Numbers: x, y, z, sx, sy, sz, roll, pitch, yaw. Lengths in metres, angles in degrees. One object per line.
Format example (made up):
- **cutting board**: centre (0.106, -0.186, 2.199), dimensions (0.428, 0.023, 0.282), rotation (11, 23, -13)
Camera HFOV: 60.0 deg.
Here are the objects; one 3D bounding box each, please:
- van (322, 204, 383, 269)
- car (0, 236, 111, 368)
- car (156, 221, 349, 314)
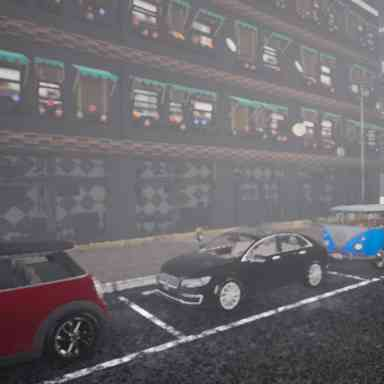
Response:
- **van**: centre (5.863, 1.295, 10.716), dimensions (3.998, 1.788, 1.690), rotation (0, -1, -35)
- **car**: centre (-3.258, 1.441, 4.209), dimensions (4.097, 1.590, 1.967), rotation (0, -1, -35)
- **car**: centre (1.304, 1.528, 7.461), dimensions (4.403, 1.369, 2.008), rotation (0, -1, -35)
